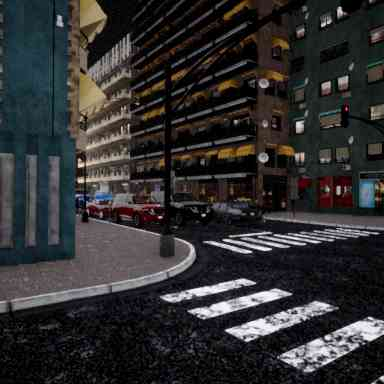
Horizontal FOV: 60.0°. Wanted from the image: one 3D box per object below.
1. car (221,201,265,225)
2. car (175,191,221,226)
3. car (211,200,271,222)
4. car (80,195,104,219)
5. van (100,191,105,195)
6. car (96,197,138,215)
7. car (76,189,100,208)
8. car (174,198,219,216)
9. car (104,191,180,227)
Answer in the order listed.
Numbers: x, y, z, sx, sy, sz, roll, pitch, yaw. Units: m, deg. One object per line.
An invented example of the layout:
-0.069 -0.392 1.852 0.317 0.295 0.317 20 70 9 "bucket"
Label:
2.305 1.336 22.065 2.033 1.411 5.357 1 0 -32 "car"
-0.941 0.966 21.551 2.150 2.045 5.566 1 0 -36 "car"
3.597 1.353 25.174 1.947 1.339 4.313 2 0 -36 "car"
-6.480 1.182 24.819 1.887 1.381 4.507 2 0 -36 "car"
-12.697 0.725 47.760 1.690 1.788 3.998 2 0 -36 "van"
-6.762 1.201 29.616 1.895 1.301 4.718 1 0 -36 "car"
-12.913 0.669 38.171 2.150 2.045 5.566 1 0 -35 "car"
0.337 1.288 29.691 1.802 1.307 4.206 2 0 -36 "car"
-3.214 1.033 20.302 2.192 1.841 5.009 2 0 -36 "car"
